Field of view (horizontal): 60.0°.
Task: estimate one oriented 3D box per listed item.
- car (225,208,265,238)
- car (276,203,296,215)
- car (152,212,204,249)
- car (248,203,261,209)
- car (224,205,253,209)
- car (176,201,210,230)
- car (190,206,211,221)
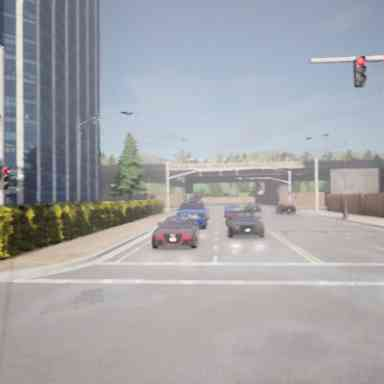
[{"bbox_3d":[3.160,1.901,19.886,1.994,1.385,4.181,-1,-1,5],"label":"car"},{"bbox_3d":[12.258,2.140,43.586,1.882,1.535,5.008,-1,-1,5],"label":"car"},{"bbox_3d":[-0.655,1.882,16.264,1.994,1.385,4.181,-1,-1,5],"label":"car"},{"bbox_3d":[9.016,2.375,49.699,1.994,1.385,4.181,-1,-1,-1],"label":"car"},{"bbox_3d":[3.894,2.091,28.612,1.895,1.301,4.718,-1,-1,5],"label":"car"},{"bbox_3d":[0.120,1.702,25.573,2.150,2.045,5.566,-1,-1,5],"label":"car"},{"bbox_3d":[0.980,2.256,35.539,1.895,1.301,4.718,-1,-1,5],"label":"car"}]
